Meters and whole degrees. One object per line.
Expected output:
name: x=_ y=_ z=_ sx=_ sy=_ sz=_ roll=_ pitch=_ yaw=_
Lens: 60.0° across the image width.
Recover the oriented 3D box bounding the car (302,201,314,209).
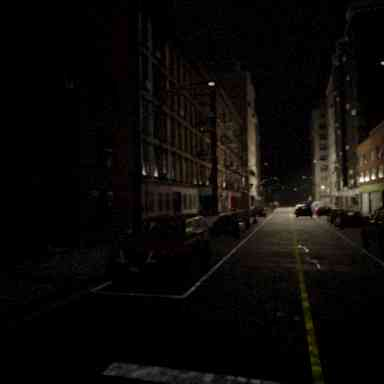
car: x=27.589 y=3.068 z=79.243 sx=2.192 sy=1.841 sz=5.009 roll=-2 pitch=-2 yaw=16

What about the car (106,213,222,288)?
car: x=-0.736 y=1.661 z=10.620 sx=2.192 sy=1.841 sz=5.009 roll=-2 pitch=-2 yaw=16

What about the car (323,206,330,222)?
car: x=13.317 y=2.203 z=30.173 sx=1.802 sy=1.307 sz=4.206 roll=-2 pitch=-2 yaw=16

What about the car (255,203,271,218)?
car: x=8.779 y=2.547 z=43.324 sx=1.967 sy=1.590 sz=4.097 roll=-2 pitch=-2 yaw=16

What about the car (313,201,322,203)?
car: x=18.073 y=2.440 z=46.532 sx=1.967 sy=1.590 sz=4.097 roll=-2 pitch=-2 yaw=16

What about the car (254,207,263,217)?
car: x=5.611 y=2.436 z=32.417 sx=1.802 sy=1.307 sz=4.206 roll=-2 pitch=-2 yaw=16

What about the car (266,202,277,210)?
car: x=13.533 y=2.801 z=59.680 sx=2.192 sy=1.841 sz=5.009 roll=-2 pitch=-2 yaw=16

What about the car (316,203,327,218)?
car: x=16.489 y=2.418 z=41.077 sx=1.887 sy=1.381 sz=4.507 roll=-2 pitch=-2 yaw=16

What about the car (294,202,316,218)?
car: x=13.907 y=2.414 z=41.290 sx=1.882 sy=1.535 sz=5.008 roll=-2 pitch=-2 yaw=16

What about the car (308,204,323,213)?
car: x=21.248 y=2.803 z=57.431 sx=2.008 sy=1.369 sz=4.403 roll=-2 pitch=-2 yaw=16

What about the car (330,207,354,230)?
car: x=11.730 y=2.039 z=24.723 sx=1.887 sy=1.381 sz=4.507 roll=-2 pitch=-2 yaw=16

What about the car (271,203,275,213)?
car: x=11.952 y=2.925 z=54.222 sx=1.947 sy=1.339 sz=4.313 roll=-2 pitch=-2 yaw=16

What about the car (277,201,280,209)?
car: x=18.289 y=3.177 z=76.034 sx=2.192 sy=1.841 sz=5.009 roll=-2 pitch=-2 yaw=16

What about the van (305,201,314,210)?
van: x=26.003 y=2.969 z=73.791 sx=1.690 sy=1.788 sz=3.998 roll=-2 pitch=-2 yaw=16

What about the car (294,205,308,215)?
car: x=16.679 y=2.683 z=50.839 sx=1.812 sy=1.442 sz=4.674 roll=-2 pitch=-2 yaw=16

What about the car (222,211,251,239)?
car: x=2.440 y=2.166 z=21.515 sx=1.947 sy=1.339 sz=4.313 roll=-2 pitch=-2 yaw=16

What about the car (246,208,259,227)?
car: x=4.025 y=2.272 z=26.967 sx=1.887 sy=1.381 sz=4.507 roll=-2 pitch=-2 yaw=16

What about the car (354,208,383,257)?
car: x=8.552 y=1.555 z=13.827 sx=2.192 sy=1.841 sz=5.009 roll=-2 pitch=-2 yaw=16
